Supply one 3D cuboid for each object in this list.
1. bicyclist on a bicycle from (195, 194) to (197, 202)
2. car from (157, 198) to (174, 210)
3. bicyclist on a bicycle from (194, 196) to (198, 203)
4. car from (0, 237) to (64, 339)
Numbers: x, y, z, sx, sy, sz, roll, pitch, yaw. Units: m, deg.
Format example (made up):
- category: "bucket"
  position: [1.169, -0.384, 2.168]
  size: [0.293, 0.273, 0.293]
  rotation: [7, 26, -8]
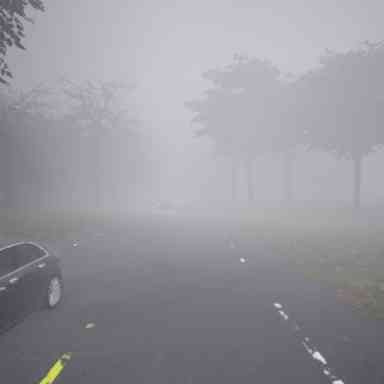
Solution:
- category: "bicyclist on a bicycle"
  position: [0.946, 1.481, 79.349]
  size: [0.659, 1.776, 1.843]
  rotation: [0, 0, 0]
- category: "car"
  position: [-3.593, 1.569, 46.414]
  size: [2.097, 1.767, 4.553]
  rotation: [0, 0, 0]
- category: "bicyclist on a bicycle"
  position: [0.953, 1.592, 70.609]
  size: [0.866, 1.612, 1.509]
  rotation: [0, 0, -1]
- category: "car"
  position: [-3.602, 1.559, 5.152]
  size: [1.837, 1.490, 4.892]
  rotation: [0, -1, 0]
